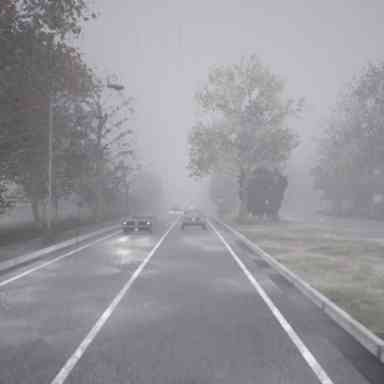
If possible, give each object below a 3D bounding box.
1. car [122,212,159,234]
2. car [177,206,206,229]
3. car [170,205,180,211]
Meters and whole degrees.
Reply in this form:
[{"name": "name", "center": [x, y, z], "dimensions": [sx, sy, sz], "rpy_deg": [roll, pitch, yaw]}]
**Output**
[{"name": "car", "center": [-3.334, 2.012, 22.192], "dimensions": [1.895, 1.301, 4.718], "rpy_deg": [0, -2, 0]}, {"name": "car", "center": [0.119, 2.070, 26.190], "dimensions": [2.033, 1.411, 5.357], "rpy_deg": [0, -2, 0]}, {"name": "car", "center": [-3.071, 3.055, 63.526], "dimensions": [1.895, 1.301, 4.718], "rpy_deg": [0, -1, 1]}]
